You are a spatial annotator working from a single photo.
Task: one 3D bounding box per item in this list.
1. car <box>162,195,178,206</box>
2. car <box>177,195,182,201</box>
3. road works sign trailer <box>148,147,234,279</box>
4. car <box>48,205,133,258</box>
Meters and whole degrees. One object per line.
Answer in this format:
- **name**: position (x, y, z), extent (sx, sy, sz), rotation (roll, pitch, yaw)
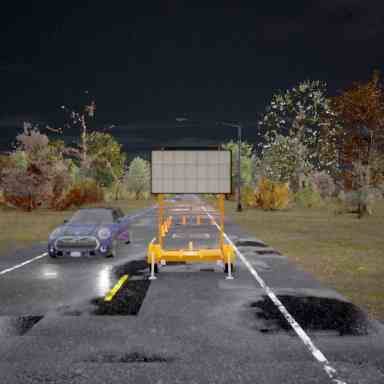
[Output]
- **car**: position (-3.734, 1.603, 53.849), extent (1.895, 1.301, 4.718), rotation (0, 0, 0)
- **car**: position (-3.722, 1.535, 84.653), extent (1.812, 1.442, 4.674), rotation (0, 0, 0)
- **road works sign trailer**: position (-0.026, 0.464, 9.993), extent (2.380, 3.560, 2.880), rotation (0, 0, 0)
- **car**: position (-3.633, 1.351, 12.630), extent (2.097, 1.767, 4.553), rotation (0, 0, 0)
